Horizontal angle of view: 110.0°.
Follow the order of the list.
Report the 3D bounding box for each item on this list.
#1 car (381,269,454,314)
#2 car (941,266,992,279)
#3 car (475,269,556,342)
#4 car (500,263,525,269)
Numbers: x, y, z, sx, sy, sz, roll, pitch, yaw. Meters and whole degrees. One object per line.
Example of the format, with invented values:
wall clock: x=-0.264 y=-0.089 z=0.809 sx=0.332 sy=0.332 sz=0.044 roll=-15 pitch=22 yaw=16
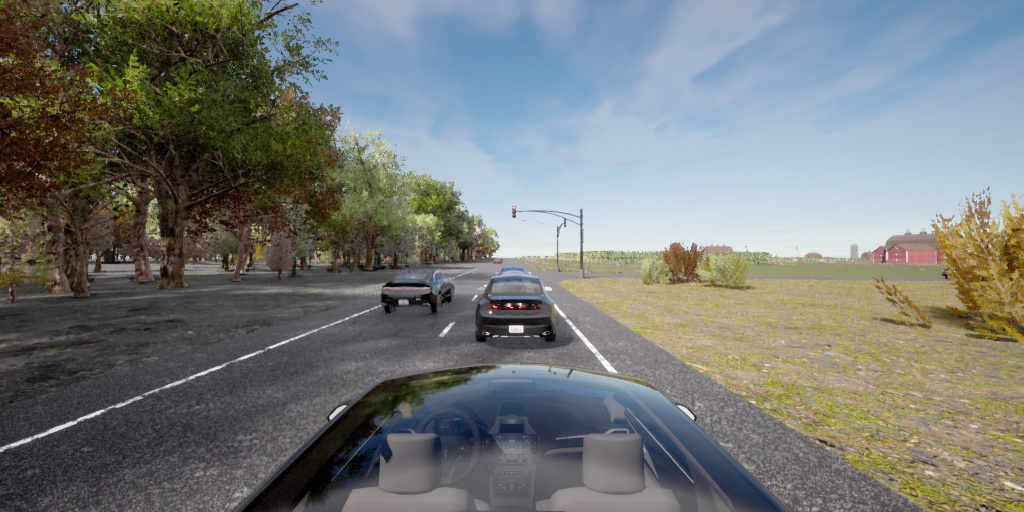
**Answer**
car: x=-3.427 y=1.244 z=13.743 sx=2.128 sy=1.511 sz=4.902 roll=0 pitch=0 yaw=0
car: x=48.434 y=1.768 z=37.793 sx=4.902 sy=1.511 sz=2.128 roll=1 pitch=-1 yaw=0
car: x=0.081 y=1.257 z=9.793 sx=1.837 sy=1.490 sz=4.892 roll=0 pitch=0 yaw=0
car: x=0.076 y=1.280 z=19.042 sx=1.812 sy=1.442 sz=4.674 roll=0 pitch=0 yaw=0
